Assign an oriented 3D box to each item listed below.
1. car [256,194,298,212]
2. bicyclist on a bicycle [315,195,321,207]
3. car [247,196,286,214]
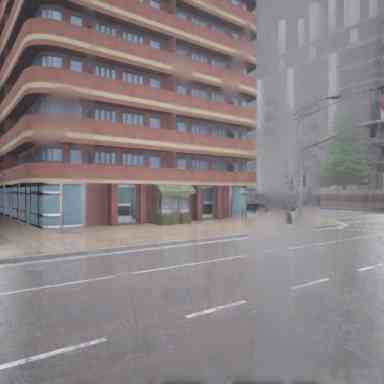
[{"bbox_3d":[9.483,1.220,38.064,2.150,2.045,5.566,0,0,-36],"label":"car"},{"bbox_3d":[17.810,1.301,46.968,1.656,1.620,0.582,0,0,-36],"label":"bicyclist on a bicycle"},{"bbox_3d":[7.044,1.491,35.473,2.128,1.511,4.902,0,0,-36],"label":"car"}]
